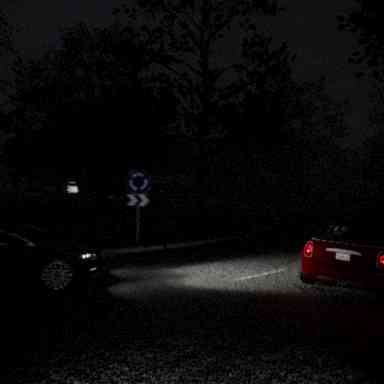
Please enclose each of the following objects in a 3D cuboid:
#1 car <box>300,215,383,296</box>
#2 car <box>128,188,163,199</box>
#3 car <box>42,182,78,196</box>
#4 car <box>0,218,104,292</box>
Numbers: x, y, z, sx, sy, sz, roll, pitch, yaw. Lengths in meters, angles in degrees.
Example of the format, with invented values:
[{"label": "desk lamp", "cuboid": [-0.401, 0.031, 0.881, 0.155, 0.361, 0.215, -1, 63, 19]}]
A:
[{"label": "car", "cuboid": [4.695, 1.416, 8.977, 2.097, 1.767, 4.553, 3, 3, 40]}, {"label": "car", "cuboid": [-6.530, 0.122, 46.267, 4.902, 1.511, 2.128, 2, 2, 9]}, {"label": "car", "cuboid": [-19.272, -0.517, 48.494, 5.566, 2.045, 2.150, 2, 2, 23]}, {"label": "car", "cuboid": [-4.585, 1.377, 7.779, 4.902, 1.511, 2.128, 1, 2, -13]}]
